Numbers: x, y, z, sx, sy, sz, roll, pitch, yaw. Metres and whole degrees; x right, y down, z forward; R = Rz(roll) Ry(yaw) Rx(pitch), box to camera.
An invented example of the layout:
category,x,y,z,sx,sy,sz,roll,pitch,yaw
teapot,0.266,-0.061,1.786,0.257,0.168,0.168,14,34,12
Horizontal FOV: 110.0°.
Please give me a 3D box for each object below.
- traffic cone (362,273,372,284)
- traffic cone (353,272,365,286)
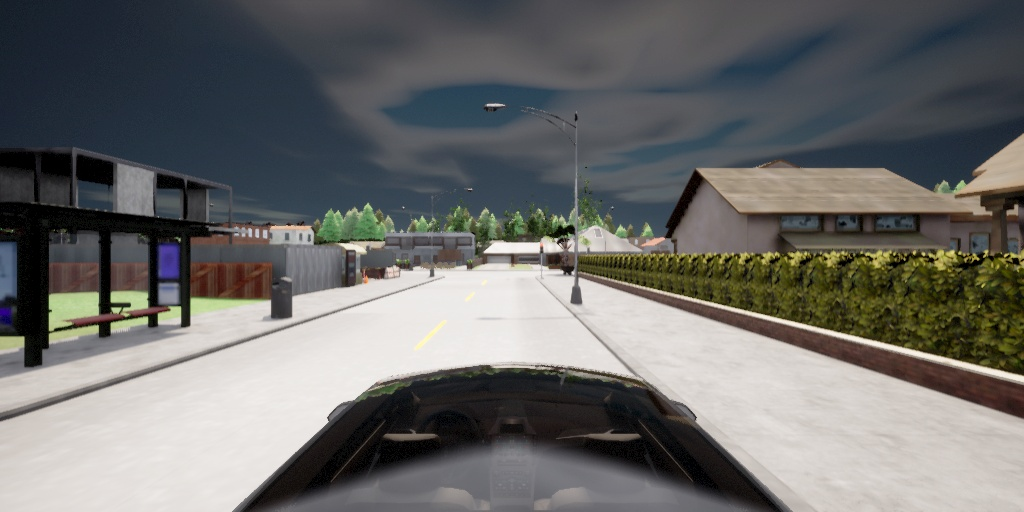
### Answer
category,x,y,z,sx,sy,sz,roll,pitch,yaw
traffic cone,-9.671,1.564,23.793,0.344,0.586,0.344,0,0,0
traffic cone,-10.391,1.534,24.313,0.344,0.586,0.344,0,0,0
